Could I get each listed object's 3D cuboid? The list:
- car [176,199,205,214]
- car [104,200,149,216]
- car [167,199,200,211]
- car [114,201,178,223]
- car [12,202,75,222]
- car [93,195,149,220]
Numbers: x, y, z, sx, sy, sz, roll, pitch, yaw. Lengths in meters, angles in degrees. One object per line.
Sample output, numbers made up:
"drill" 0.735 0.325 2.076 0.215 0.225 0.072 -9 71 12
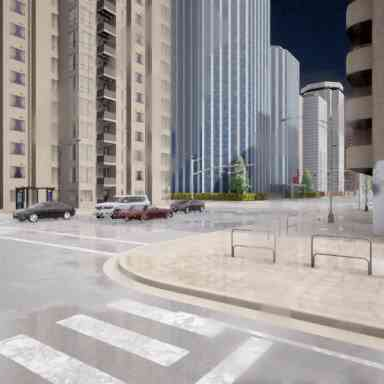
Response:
"car" -0.388 1.560 37.242 1.837 1.490 4.892 0 0 35
"car" -6.681 1.581 34.318 1.812 1.442 4.674 0 0 35
"car" -1.025 1.619 42.433 1.994 1.385 4.181 0 0 35
"car" -3.520 1.656 26.220 1.895 1.301 4.718 0 0 34
"car" -11.862 1.560 26.917 1.837 1.490 4.892 0 0 36
"car" -6.006 1.277 29.174 2.150 2.045 5.566 0 0 35
